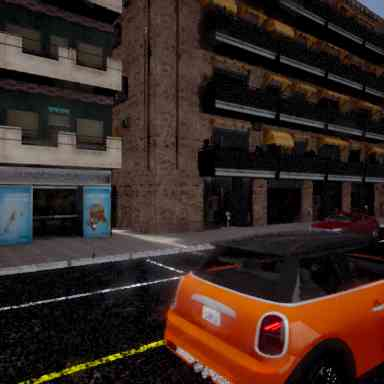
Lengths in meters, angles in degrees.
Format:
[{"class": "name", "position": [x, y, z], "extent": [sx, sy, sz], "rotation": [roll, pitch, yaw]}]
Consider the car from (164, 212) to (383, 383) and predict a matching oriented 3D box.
[{"class": "car", "position": [1.934, 1.352, 4.813], "extent": [4.553, 1.767, 2.097], "rotation": [0, 0, -36]}]
